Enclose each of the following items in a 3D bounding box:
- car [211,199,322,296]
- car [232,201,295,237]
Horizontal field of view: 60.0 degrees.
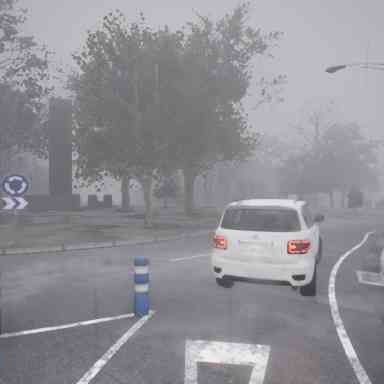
[{"bbox_3d":[2.232,1.187,8.933,2.150,2.045,5.566,0,0,22],"label":"car"},{"bbox_3d":[4.167,1.370,18.543,1.882,1.535,5.008,1,1,31],"label":"car"}]
